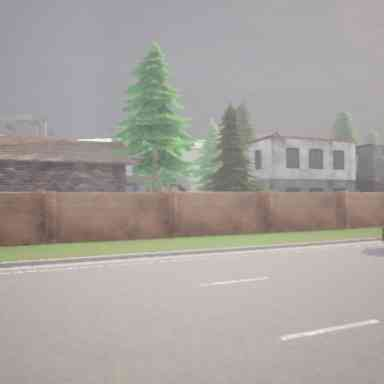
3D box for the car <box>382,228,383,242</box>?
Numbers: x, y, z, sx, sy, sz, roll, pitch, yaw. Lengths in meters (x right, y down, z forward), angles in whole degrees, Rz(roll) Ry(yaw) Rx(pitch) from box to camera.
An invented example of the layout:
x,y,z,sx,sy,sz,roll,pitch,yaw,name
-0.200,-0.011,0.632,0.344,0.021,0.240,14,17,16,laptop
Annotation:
x,y,z,sx,sy,sz,roll,pitch,yaw,name
10.520,1.716,14.387,4.892,1.490,1.837,0,-1,-21,car
